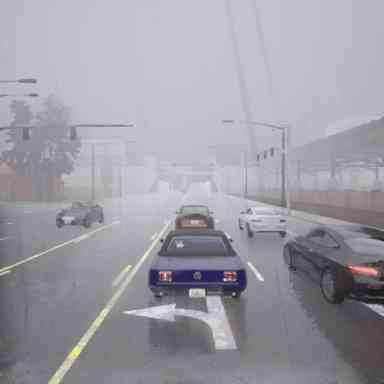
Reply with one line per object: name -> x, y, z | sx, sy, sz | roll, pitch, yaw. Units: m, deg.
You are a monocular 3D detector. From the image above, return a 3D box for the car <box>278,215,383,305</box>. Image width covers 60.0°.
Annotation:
car -> 3.621, 1.511, 7.913 | 1.812, 1.442, 4.674 | 0, 0, 0

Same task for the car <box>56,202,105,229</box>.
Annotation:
car -> -6.975, 1.400, 21.155 | 2.128, 1.511, 4.902 | 0, 0, 0

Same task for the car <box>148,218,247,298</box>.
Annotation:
car -> 0.113, 1.583, 8.427 | 1.895, 1.301, 4.718 | 0, 0, 0

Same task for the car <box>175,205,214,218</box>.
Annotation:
car -> 0.126, 1.434, 17.824 | 2.163, 1.488, 4.792 | 0, 0, 0

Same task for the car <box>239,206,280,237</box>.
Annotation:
car -> 3.630, 1.461, 17.560 | 1.812, 1.442, 4.674 | 0, 0, 0
